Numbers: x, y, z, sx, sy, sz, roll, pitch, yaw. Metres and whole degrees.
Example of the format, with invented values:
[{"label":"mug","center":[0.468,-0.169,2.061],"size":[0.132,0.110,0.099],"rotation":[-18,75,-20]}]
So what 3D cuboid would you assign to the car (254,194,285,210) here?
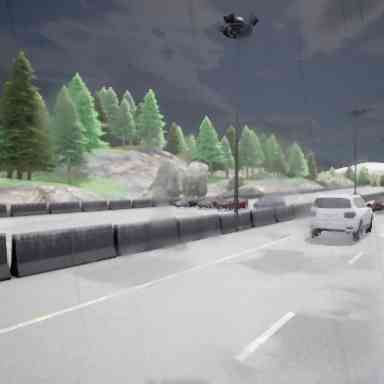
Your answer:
[{"label":"car","center":[8.400,1.130,36.055],"size":[2.097,1.767,4.553],"rotation":[0,1,36]}]

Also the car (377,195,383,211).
[{"label":"car","center":[18.846,1.084,32.236],"size":[2.097,1.767,4.553],"rotation":[0,1,36]}]

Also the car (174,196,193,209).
[{"label":"car","center":[-0.249,1.280,42.017],"size":[2.128,1.511,4.902],"rotation":[0,1,36]}]

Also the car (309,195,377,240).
[{"label":"car","center":[7.700,1.153,16.964],"size":[2.150,2.045,5.566],"rotation":[0,0,36]}]

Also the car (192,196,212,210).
[{"label":"car","center":[2.511,1.293,39.863],"size":[1.837,1.490,4.892],"rotation":[0,1,36]}]

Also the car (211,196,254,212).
[{"label":"car","center":[4.526,1.281,36.691],"size":[1.882,1.535,5.008],"rotation":[0,1,36]}]
